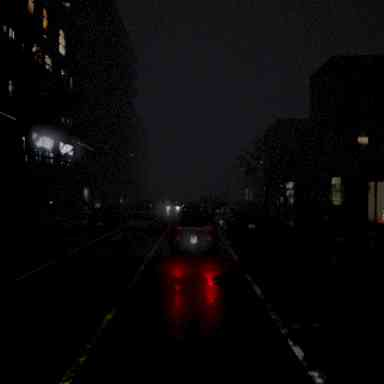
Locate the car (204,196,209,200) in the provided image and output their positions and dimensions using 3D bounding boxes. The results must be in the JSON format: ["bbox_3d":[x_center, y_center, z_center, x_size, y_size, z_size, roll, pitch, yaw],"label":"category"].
[{"bbox_3d":[2.705,1.575,39.935,1.752,1.417,4.829,-1,0,0],"label":"car"}]

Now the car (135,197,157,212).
[{"bbox_3d":[-5.676,1.632,39.798,1.802,1.307,4.206,-1,0,0],"label":"car"}]

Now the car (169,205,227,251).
[{"bbox_3d":[0.081,1.510,14.130,2.128,1.511,4.902,0,0,0],"label":"car"}]

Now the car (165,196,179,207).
[{"bbox_3d":[-3.031,1.574,53.866,1.837,1.490,4.892,0,0,0],"label":"car"}]

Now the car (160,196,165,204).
[{"bbox_3d":[-5.670,1.504,51.153,1.967,1.590,4.097,-1,0,0],"label":"car"}]

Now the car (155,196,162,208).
[{"bbox_3d":[-5.672,1.623,45.476,1.947,1.339,4.313,-1,0,0],"label":"car"}]

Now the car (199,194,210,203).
[{"bbox_3d":[2.722,1.407,73.830,2.192,1.841,5.009,-1,0,0],"label":"car"}]

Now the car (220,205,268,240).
[{"bbox_3d":[2.691,1.587,17.055,1.947,1.339,4.313,-1,0,0],"label":"car"}]

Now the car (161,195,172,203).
[{"bbox_3d":[-5.657,1.533,73.863,1.967,1.590,4.097,-1,0,0],"label":"car"}]

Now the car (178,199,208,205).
[{"bbox_3d":[0.092,1.601,29.532,1.994,1.385,4.181,0,0,0],"label":"car"}]

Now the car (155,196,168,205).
[{"bbox_3d":[-5.664,1.518,62.508,1.967,1.590,4.097,-1,0,0],"label":"car"}]

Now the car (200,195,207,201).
[{"bbox_3d":[3.054,1.616,89.230,1.837,1.490,4.892,0,0,0],"label":"car"}]

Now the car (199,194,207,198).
[{"bbox_3d":[2.722,1.651,68.153,1.947,1.339,4.313,-1,0,0],"label":"car"}]

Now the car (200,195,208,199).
[{"bbox_3d":[2.711,1.630,51.119,1.947,1.339,4.313,-1,0,0],"label":"car"}]

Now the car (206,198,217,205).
[{"bbox_3d":[2.701,1.587,34.087,1.887,1.381,4.507,-1,0,0],"label":"car"}]

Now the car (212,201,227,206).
[{"bbox_3d":[2.695,1.579,22.732,2.008,1.369,4.403,-1,0,0],"label":"car"}]

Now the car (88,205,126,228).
[{"bbox_3d":[-5.687,1.594,22.766,1.947,1.339,4.313,-1,0,0],"label":"car"}]
